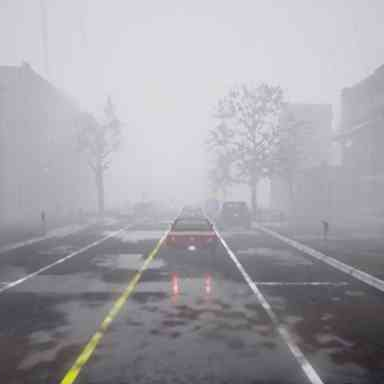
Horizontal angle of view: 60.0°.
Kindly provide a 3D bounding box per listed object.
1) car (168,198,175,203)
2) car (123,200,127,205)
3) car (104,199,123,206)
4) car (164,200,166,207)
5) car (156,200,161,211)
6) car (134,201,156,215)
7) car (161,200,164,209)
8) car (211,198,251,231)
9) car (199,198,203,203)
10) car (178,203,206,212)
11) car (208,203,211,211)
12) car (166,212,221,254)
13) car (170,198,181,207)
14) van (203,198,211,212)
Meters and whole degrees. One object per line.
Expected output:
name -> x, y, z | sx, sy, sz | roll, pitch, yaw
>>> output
car -> -5.687, 2.437, 93.755 | 1.802, 1.307, 4.206 | 0, -1, 0
car -> -18.192, 2.472, 81.554 | 4.313, 1.339, 1.947 | -1, 1, -1
car -> -18.075, 2.344, 73.206 | 4.097, 1.590, 1.967 | -1, 1, -1
car -> -5.690, 2.034, 55.524 | 1.752, 1.417, 4.829 | 0, -1, 0
car -> -5.691, 1.954, 44.606 | 1.887, 1.381, 4.507 | 0, -1, 0
car -> -5.690, 1.903, 39.062 | 1.887, 1.381, 4.507 | 0, -1, 0
car -> -5.690, 2.004, 50.150 | 1.887, 1.381, 4.507 | 0, -1, 0
car -> 2.688, 1.522, 22.432 | 2.192, 1.841, 5.009 | -1, -1, 0
car -> 2.691, 2.076, 55.693 | 1.947, 1.339, 4.313 | -1, -1, 0
car -> 0.003, 1.868, 29.096 | 1.895, 1.301, 4.718 | 0, 0, 0
car -> 2.689, 1.808, 27.974 | 2.008, 1.369, 4.403 | -1, -1, 0
car -> 0.003, 1.731, 14.097 | 1.895, 1.301, 4.718 | 0, 0, 0
car -> -3.001, 2.124, 65.330 | 1.812, 1.442, 4.674 | 0, -1, 0
van -> 2.689, 1.751, 44.607 | 1.690, 1.788, 3.998 | -1, -1, 0
